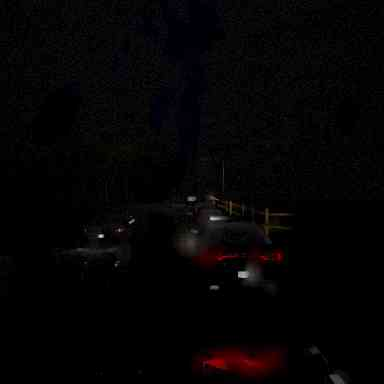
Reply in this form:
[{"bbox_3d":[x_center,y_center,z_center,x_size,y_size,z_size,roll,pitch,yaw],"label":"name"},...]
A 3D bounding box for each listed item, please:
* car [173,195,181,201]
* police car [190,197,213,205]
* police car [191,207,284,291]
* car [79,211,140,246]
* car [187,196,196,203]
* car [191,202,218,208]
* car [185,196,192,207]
[{"bbox_3d":[-3.677,1.483,82.062,1.837,1.490,4.892,0,0,0],"label":"car"},{"bbox_3d":[0.996,1.433,25.180,1.930,1.638,5.238,0,0,0],"label":"police car"},{"bbox_3d":[1.030,1.431,9.168,1.930,1.638,5.238,0,0,0],"label":"police car"},{"bbox_3d":[-3.634,1.571,15.289,1.994,1.385,4.181,0,0,0],"label":"car"},{"bbox_3d":[-0.149,1.585,69.563,1.895,1.301,4.718,0,0,0],"label":"car"},{"bbox_3d":[1.009,1.534,19.065,1.812,1.442,4.674,0,0,0],"label":"car"},{"bbox_3d":[-0.047,1.495,50.929,2.128,1.511,4.902,0,0,0],"label":"car"}]
